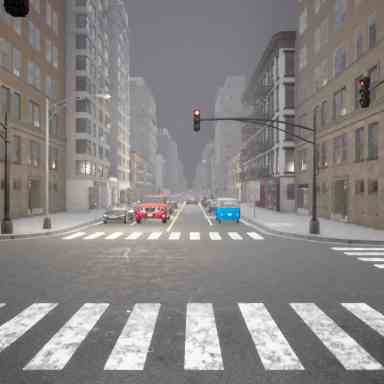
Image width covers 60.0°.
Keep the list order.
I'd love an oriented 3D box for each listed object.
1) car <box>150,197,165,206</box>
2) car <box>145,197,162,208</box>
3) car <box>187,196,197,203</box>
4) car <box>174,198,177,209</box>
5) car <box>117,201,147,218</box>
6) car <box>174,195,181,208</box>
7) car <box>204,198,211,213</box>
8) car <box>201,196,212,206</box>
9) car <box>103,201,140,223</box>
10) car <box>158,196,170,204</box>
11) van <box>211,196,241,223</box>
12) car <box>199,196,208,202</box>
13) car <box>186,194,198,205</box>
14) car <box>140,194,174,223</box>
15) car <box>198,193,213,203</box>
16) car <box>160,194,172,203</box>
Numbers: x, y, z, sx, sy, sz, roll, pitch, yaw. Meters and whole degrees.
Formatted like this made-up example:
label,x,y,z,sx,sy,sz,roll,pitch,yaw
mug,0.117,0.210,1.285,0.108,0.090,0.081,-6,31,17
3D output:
label,x,y,z,sx,sy,sz,roll,pitch,yaw
car,-5.451,1.556,53.320,1.947,1.339,4.313,0,0,0
car,-5.444,1.519,47.468,1.752,1.417,4.829,0,0,0
car,0.016,1.579,68.732,1.895,1.301,4.718,0,0,0
car,-2.894,1.599,35.409,1.895,1.301,4.718,0,0,0
car,-5.425,1.543,30.592,1.887,1.381,4.507,0,0,0
car,-2.889,1.500,45.469,1.837,1.490,4.892,0,0,0
car,2.594,1.580,36.290,1.802,1.307,4.206,0,0,0
car,2.581,1.576,47.653,1.802,1.307,4.206,0,0,0
car,-5.418,1.549,24.910,2.008,1.369,4.403,0,0,0
car,-5.464,1.547,64.683,1.947,1.339,4.313,0,0,0
van,2.607,1.340,24.928,1.690,1.788,3.998,0,0,0
car,2.547,1.524,76.060,2.008,1.369,4.403,0,0,0
car,0.026,1.550,58.711,1.994,1.385,4.181,0,0,0
car,-2.878,1.220,25.592,2.150,2.045,5.566,0,0,0
car,2.574,1.305,53.335,2.192,1.841,5.009,0,0,0
car,-5.471,1.292,70.365,2.192,1.841,5.009,0,0,0
